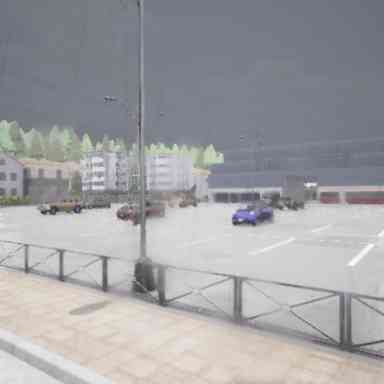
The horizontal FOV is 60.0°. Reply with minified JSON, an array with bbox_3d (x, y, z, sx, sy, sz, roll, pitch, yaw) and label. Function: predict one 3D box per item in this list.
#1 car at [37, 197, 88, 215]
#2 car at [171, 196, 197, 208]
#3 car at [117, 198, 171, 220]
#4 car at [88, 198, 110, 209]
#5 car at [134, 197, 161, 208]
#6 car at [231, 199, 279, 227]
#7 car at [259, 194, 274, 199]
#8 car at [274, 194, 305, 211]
[{"bbox_3d":[-13.926,1.421,35.461,1.932,1.855,4.605,-1,0,35],"label":"car"},{"bbox_3d":[-1.362,1.439,47.878,2.152,1.636,5.027,-1,0,35],"label":"car"},{"bbox_3d":[-4.143,1.492,27.715,2.007,1.523,4.514,-1,0,35],"label":"car"},{"bbox_3d":[-13.847,1.690,47.641,2.007,1.523,4.514,-1,0,35],"label":"car"},{"bbox_3d":[-6.797,1.584,51.303,1.970,1.475,3.806,-1,0,35],"label":"car"},{"bbox_3d":[4.008,1.409,21.934,1.845,1.501,3.633,-1,0,35],"label":"car"},{"bbox_3d":[9.104,1.229,40.522,1.905,1.878,3.866,-1,0,35],"label":"car"},{"bbox_3d":[11.719,1.219,39.188,1.932,1.855,4.605,-1,0,35],"label":"car"}]
